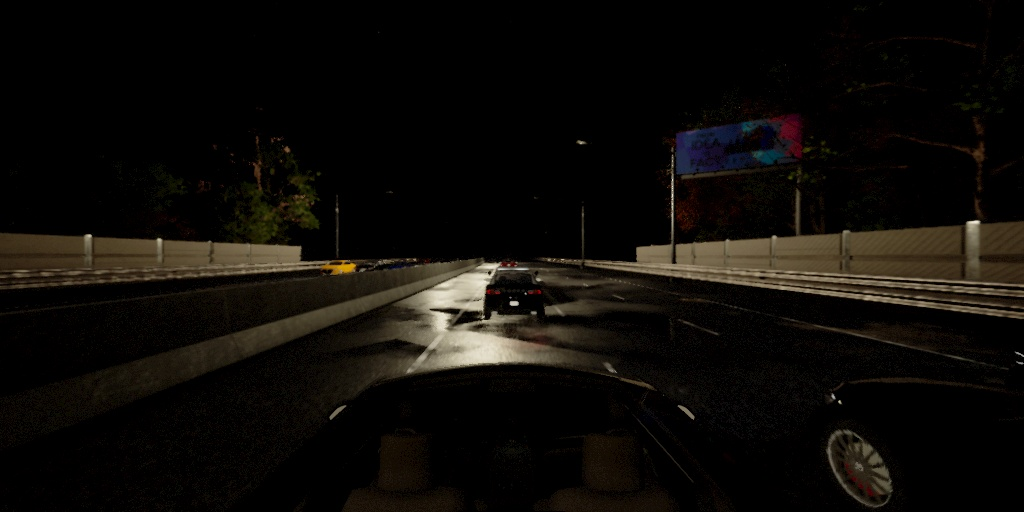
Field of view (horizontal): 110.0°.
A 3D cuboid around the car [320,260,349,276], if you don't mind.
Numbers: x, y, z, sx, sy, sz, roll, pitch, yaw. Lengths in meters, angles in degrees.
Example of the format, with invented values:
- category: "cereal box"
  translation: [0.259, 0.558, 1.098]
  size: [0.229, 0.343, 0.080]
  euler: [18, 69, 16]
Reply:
- category: "car"
  translation: [-17.990, 1.220, 37.322]
  size: [1.882, 1.535, 5.008]
  euler: [0, 0, -1]

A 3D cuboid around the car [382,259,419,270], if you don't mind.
- category: "car"
  translation: [-10.955, 1.268, 35.554]
  size: [1.812, 1.442, 4.674]
  euler: [0, 0, -1]

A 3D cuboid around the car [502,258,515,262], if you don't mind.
- category: "car"
  translation: [-0.421, 1.085, 42.830]
  size: [2.097, 1.767, 4.553]
  euler: [0, 0, -1]

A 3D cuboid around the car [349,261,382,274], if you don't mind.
- category: "car"
  translation: [-14.487, 1.233, 37.184]
  size: [2.128, 1.511, 4.902]
  euler: [0, 0, -1]

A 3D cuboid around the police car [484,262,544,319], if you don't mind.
- category: "police car"
  translation: [0.045, 1.175, 13.014]
  size: [1.930, 1.638, 5.238]
  euler: [0, 0, 0]

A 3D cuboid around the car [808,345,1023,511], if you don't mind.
- category: "car"
  translation: [3.593, 1.275, 1.261]
  size: [1.812, 1.442, 4.674]
  euler: [0, 0, 0]

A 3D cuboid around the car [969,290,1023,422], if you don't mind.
- category: "car"
  translation: [7.092, 1.226, 2.317]
  size: [1.882, 1.535, 5.008]
  euler: [0, 0, 0]
